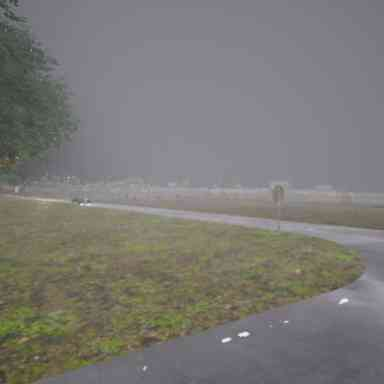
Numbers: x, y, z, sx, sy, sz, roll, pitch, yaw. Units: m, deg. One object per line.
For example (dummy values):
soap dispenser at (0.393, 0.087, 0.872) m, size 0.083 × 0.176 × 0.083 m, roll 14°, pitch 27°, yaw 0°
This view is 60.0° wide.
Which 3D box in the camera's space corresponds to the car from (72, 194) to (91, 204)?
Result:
car at (-17.042, 0.993, 51.129) m, size 2.128 × 1.511 × 4.902 m, roll 2°, pitch -1°, yaw -35°
